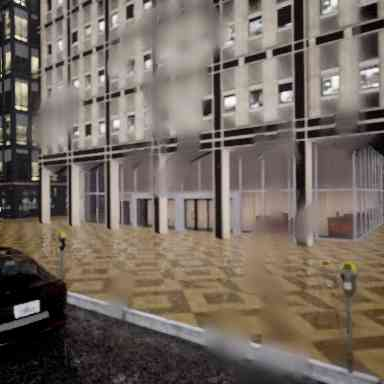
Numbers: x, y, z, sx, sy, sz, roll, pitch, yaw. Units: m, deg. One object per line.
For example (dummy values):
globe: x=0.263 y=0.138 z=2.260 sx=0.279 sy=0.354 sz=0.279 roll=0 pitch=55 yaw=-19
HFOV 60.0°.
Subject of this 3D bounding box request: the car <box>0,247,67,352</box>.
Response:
car: x=-3.894 y=1.615 z=5.660 sx=4.313 sy=1.339 sz=1.947 roll=-1 pitch=-1 yaw=36
